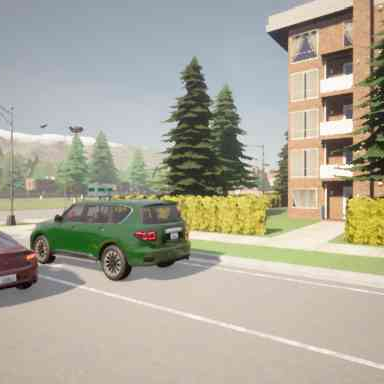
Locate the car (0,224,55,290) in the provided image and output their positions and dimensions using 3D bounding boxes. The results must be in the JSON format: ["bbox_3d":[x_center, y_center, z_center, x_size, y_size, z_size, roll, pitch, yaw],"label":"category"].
[{"bbox_3d":[-5.432,1.525,7.810,4.674,1.442,1.812,0,0,36],"label":"car"}]

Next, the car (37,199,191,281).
[{"bbox_3d":[-2.628,1.221,10.103,5.566,2.045,2.150,0,0,36],"label":"car"}]
